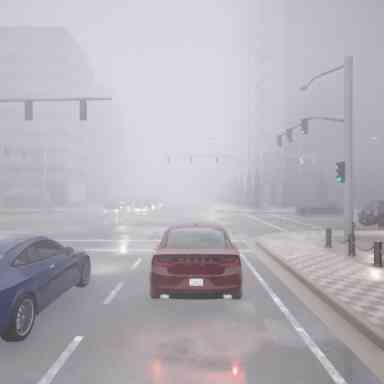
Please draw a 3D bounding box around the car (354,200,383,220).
[{"bbox_3d":[16.327,1.436,27.364,4.902,1.511,2.128,0,0,0],"label":"car"}]

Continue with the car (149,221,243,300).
[{"bbox_3d":[0.094,1.478,8.481,1.882,1.535,5.008,0,0,0],"label":"car"}]

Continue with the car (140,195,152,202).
[{"bbox_3d":[-10.371,1.478,75.152,1.882,1.535,5.008,0,0,0],"label":"car"}]

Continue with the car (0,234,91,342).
[{"bbox_3d":[-3.419,1.526,6.352,1.812,1.442,4.674,0,0,0],"label":"car"}]

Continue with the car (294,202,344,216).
[{"bbox_3d":[12.036,1.545,30.908,4.718,1.301,1.895,0,0,1],"label":"car"}]

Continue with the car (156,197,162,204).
[{"bbox_3d":[-6.979,1.491,57.933,2.128,1.511,4.902,0,0,0],"label":"car"}]

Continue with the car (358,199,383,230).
[{"bbox_3d":[12.745,1.296,20.188,4.553,1.767,2.097,0,0,0],"label":"car"}]

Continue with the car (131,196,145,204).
[{"bbox_3d":[-10.425,1.564,64.765,1.994,1.385,4.181,0,0,1],"label":"car"}]

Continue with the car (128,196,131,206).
[{"bbox_3d":[-10.494,1.491,54.767,2.128,1.511,4.902,0,0,0],"label":"car"}]

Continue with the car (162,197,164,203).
[{"bbox_3d":[-6.889,1.601,68.224,1.895,1.301,4.718,0,0,0],"label":"car"}]

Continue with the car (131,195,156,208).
[{"bbox_3d":[-7.013,1.491,48.626,2.128,1.511,4.902,0,0,0],"label":"car"}]

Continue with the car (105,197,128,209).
[{"bbox_3d":[-10.520,1.505,45.539,1.837,1.490,4.892,0,0,0],"label":"car"}]
